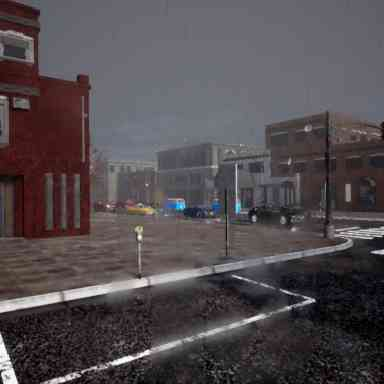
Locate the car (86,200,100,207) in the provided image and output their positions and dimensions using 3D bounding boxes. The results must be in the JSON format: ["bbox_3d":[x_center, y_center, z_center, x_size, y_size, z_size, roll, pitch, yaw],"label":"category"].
[{"bbox_3d":[-22.643,2.595,76.237,1.802,1.307,4.206,-2,0,-36],"label":"car"}]

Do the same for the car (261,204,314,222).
[{"bbox_3d":[8.345,1.800,29.415,1.994,1.385,4.181,-1,0,-36],"label":"car"}]

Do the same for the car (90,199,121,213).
[{"bbox_3d":[-12.744,2.001,48.490,2.192,1.841,5.009,-2,0,-36],"label":"car"}]

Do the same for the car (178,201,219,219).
[{"bbox_3d":[0.773,1.950,34.340,1.994,1.385,4.181,-1,0,-35],"label":"car"}]

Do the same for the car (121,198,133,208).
[{"bbox_3d":[-12.646,2.085,62.519,2.192,1.841,5.009,-2,0,-36],"label":"car"}]

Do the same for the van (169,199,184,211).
[{"bbox_3d":[-2.640,1.868,48.801,1.690,1.788,3.998,-2,0,-36],"label":"van"}]

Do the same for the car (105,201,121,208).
[{"bbox_3d":[-15.973,2.433,67.092,1.802,1.307,4.206,-2,0,-36],"label":"car"}]

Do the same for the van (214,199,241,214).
[{"bbox_3d":[4.029,1.707,39.657,1.690,1.788,3.998,-2,0,-36],"label":"van"}]

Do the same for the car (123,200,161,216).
[{"bbox_3d":[-5.968,2.048,39.208,1.752,1.417,4.829,-2,0,-36],"label":"car"}]

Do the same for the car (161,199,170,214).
[{"bbox_3d":[-5.156,2.034,42.468,1.837,1.490,4.892,-1,0,-36],"label":"car"}]

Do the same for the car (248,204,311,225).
[{"bbox_3d":[6.594,1.750,26.338,1.837,1.490,4.892,-1,0,-36],"label":"car"}]
